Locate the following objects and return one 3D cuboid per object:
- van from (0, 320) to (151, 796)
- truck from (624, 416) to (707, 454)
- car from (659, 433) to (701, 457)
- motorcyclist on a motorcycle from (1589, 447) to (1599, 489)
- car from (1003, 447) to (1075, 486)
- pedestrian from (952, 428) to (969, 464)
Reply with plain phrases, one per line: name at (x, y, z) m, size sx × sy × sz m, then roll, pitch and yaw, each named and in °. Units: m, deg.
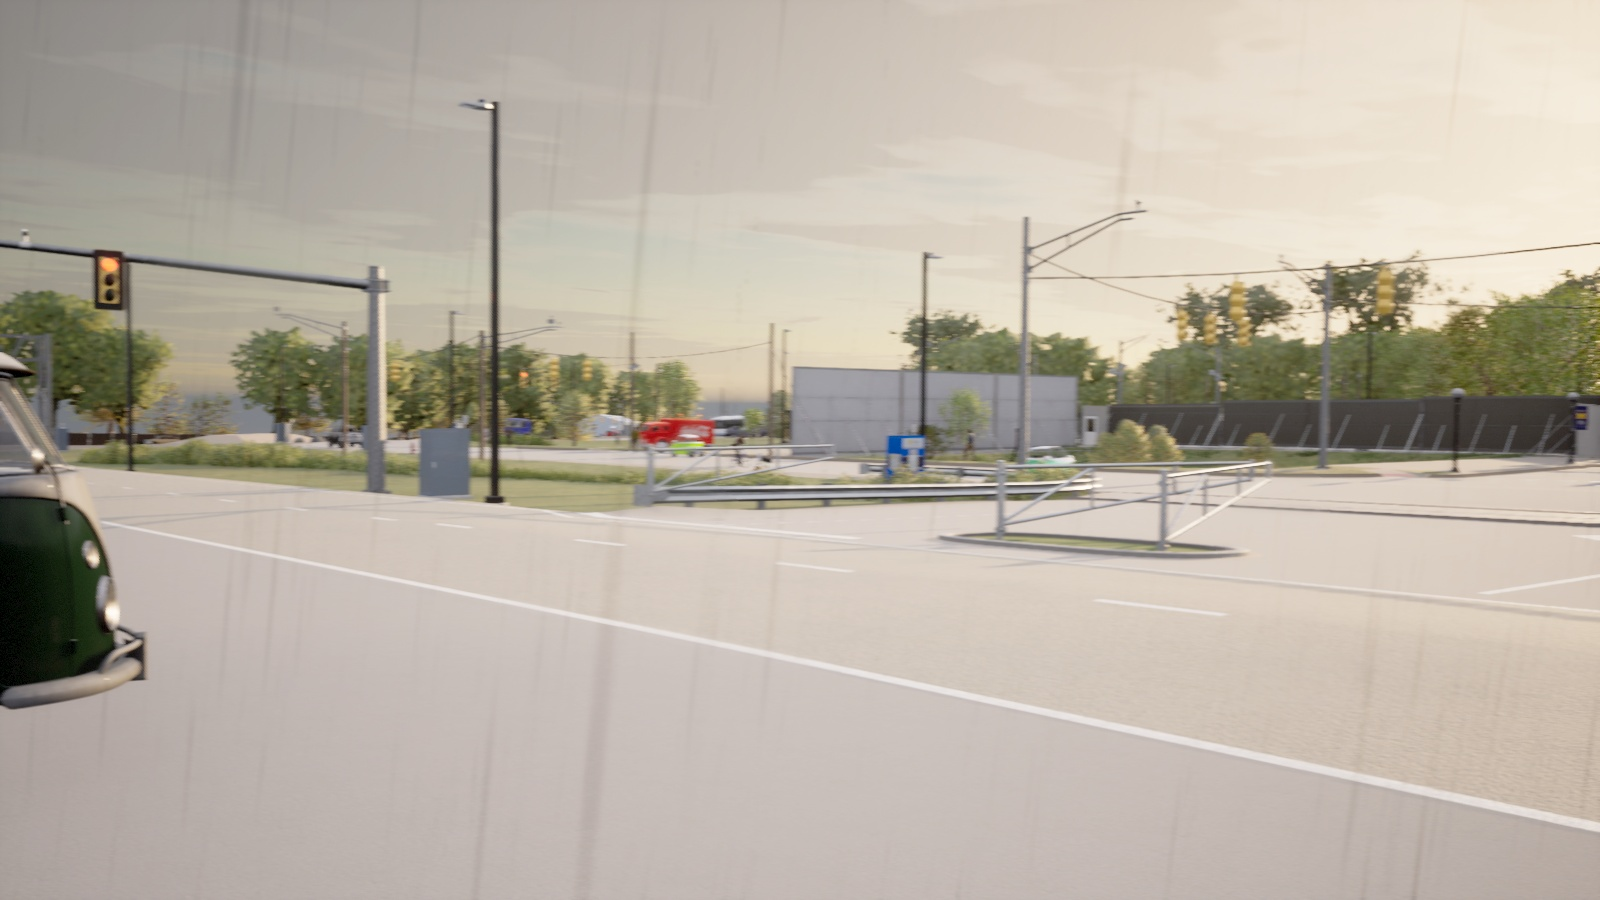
van at (-5.157, 0.456, 4.794) m, size 4.442 × 1.987 × 1.775 m, roll -1°, pitch 1°, yaw -42°
truck at (-9.638, -1.071, 90.036) m, size 5.204 × 2.467 × 2.627 m, roll 2°, pitch 2°, yaw -32°
car at (-7.286, -0.292, 76.101) m, size 1.481 × 1.376 × 2.207 m, roll -1°, pitch 2°, yaw -42°
motorcyclist on a motorcycle at (31.668, 0.698, 49.272) m, size 0.866 × 1.590 × 1.817 m, roll 2°, pitch 2°, yaw 43°
car at (8.985, 0.605, 47.297) m, size 1.481 × 1.376 × 2.207 m, roll -1°, pitch 1°, yaw -42°
pedestrian at (8.602, -0.220, 67.393) m, size 0.423 × 1.949 × 0.788 m, roll -1°, pitch 3°, yaw -43°
